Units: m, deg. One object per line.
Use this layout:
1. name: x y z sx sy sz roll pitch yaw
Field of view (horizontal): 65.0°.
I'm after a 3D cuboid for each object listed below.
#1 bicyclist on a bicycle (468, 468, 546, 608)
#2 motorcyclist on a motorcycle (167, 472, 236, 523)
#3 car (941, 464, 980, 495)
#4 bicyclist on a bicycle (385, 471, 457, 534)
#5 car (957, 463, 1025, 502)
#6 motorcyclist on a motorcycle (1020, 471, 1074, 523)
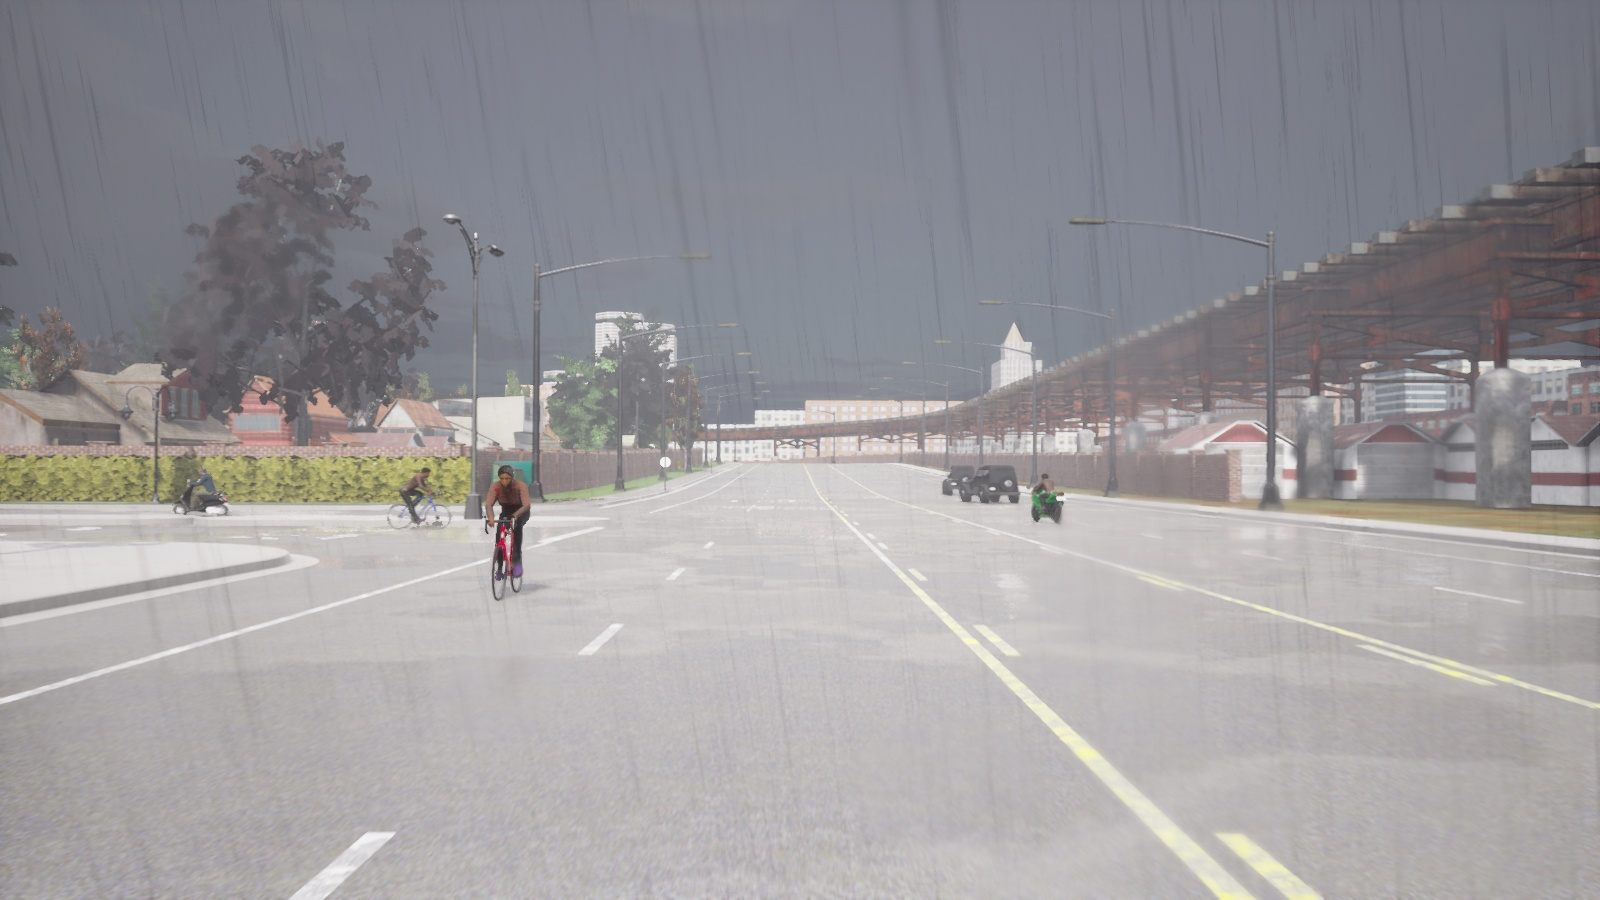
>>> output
1. bicyclist on a bicycle: -3.578 1.041 15.448 0.582 1.620 1.656 0 -1 0
2. motorcyclist on a motorcycle: -19.235 1.522 40.383 1.817 1.590 0.866 0 -1 -1
3. car: 10.080 1.817 79.146 1.905 1.878 3.866 0 0 0
4. bicyclist on a bicycle: -9.790 1.350 32.447 1.656 1.620 0.582 0 -1 -1
5. car: 9.475 1.620 62.549 1.905 1.878 3.866 0 -1 -15
6. motorcyclist on a motorcycle: 7.436 1.402 37.934 0.797 1.523 2.044 0 -1 -15
